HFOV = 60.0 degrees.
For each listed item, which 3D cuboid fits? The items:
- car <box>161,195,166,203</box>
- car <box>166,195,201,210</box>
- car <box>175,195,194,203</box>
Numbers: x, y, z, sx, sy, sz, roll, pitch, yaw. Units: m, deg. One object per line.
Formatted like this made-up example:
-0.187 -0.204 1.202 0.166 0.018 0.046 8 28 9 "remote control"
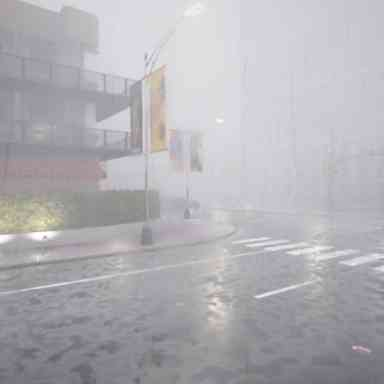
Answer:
-5.076 1.256 59.952 4.902 1.511 2.128 0 0 42 "car"
-0.828 1.329 40.578 1.837 1.490 4.892 -1 0 -35 "car"
-1.472 1.277 62.734 2.033 1.411 5.357 0 0 -19 "car"
